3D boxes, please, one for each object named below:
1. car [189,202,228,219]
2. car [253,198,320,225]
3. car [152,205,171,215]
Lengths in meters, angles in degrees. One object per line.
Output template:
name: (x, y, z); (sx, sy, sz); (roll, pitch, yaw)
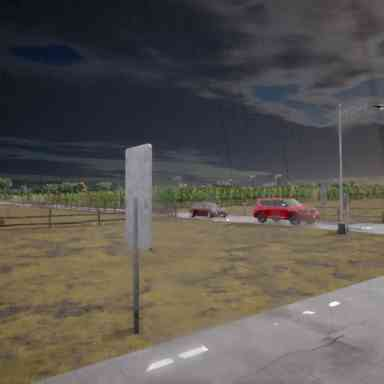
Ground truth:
car: (1.699, 1.837, 35.039); (2.097, 1.767, 4.553); (0, -1, -36)
car: (7.483, 1.517, 27.012); (2.150, 2.045, 5.566); (0, -1, -36)
car: (-4.438, 2.290, 43.557); (1.895, 1.301, 4.718); (0, -1, -36)
